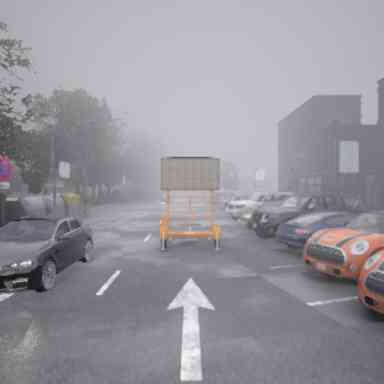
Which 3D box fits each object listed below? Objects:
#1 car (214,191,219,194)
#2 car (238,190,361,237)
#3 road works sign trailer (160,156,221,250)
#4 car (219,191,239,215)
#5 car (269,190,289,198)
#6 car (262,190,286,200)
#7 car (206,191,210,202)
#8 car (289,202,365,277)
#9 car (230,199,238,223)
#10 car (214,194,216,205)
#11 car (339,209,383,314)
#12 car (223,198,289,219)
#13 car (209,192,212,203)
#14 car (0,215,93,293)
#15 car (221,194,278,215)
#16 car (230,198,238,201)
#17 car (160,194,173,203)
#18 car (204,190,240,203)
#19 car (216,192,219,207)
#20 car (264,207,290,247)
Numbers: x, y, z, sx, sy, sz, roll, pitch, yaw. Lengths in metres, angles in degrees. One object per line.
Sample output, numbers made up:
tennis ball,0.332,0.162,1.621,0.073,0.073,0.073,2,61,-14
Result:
car,5.206,1.041,39.004,4.553,1.767,2.185,1,1,-20
car,5.240,1.095,14.954,5.566,2.045,2.435,1,1,-20
road works sign trailer,-0.072,0.335,13.649,2.380,3.560,2.880,0,1,0
car,5.201,1.020,23.971,5.566,2.045,2.435,1,1,-20
car,23.480,0.605,90.284,2.435,2.045,5.566,0,0,-22
car,17.958,0.707,73.110,2.435,2.045,5.566,0,1,-22
car,4.931,1.083,50.950,5.366,1.575,1.946,1,1,-20
car,5.302,1.274,8.981,4.553,1.767,2.185,1,1,-20
car,5.067,1.315,17.913,5.366,1.575,1.946,1,1,-20
car,5.185,1.226,35.997,4.674,1.452,2.002,1,1,-20
car,5.313,1.302,5.980,4.553,1.767,2.185,1,1,-20
car,5.189,1.279,26.973,4.792,1.488,2.163,1,1,-20
car,5.151,1.146,42.008,5.008,1.535,2.097,1,0,-20
car,-4.034,1.405,8.739,2.128,1.511,4.902,0,1,-1
car,5.174,1.101,29.985,4.553,1.767,2.185,1,0,-20
car,5.204,1.325,20.972,4.792,1.488,2.163,1,1,-20
car,-4.346,1.107,57.394,2.033,1.411,5.357,0,0,0
car,5.085,0.798,57.043,5.566,2.045,2.435,1,0,-20
car,5.164,1.080,32.987,4.553,1.767,2.185,1,0,-20
car,5.255,1.412,11.979,4.674,1.452,2.002,1,0,-20
